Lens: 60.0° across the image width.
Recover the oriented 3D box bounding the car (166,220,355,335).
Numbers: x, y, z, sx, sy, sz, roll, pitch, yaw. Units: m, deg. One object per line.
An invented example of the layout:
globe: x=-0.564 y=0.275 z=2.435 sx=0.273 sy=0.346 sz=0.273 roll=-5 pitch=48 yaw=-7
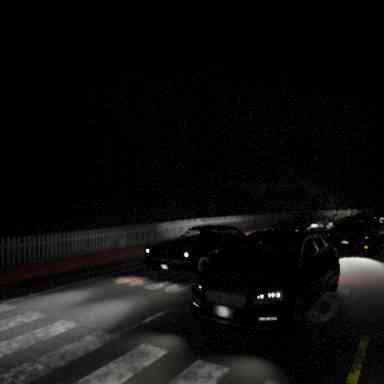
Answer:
car: x=1.866 y=1.614 z=7.183 sx=2.128 sy=1.511 sz=4.902 roll=-2 pitch=-2 yaw=35

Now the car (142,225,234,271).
car: x=0.517 y=1.842 z=11.272 sx=1.895 sy=1.301 sz=4.718 roll=-2 pitch=-2 yaw=36

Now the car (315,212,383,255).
car: x=7.172 y=1.770 z=14.344 sx=1.994 sy=1.385 sz=4.181 roll=-2 pitch=-2 yaw=40

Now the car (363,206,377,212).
car: x=14.372 y=1.837 z=25.149 sx=4.902 sy=1.511 sz=2.128 roll=0 pitch=-2 yaw=-29

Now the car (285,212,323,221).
car: x=6.435 y=1.873 z=18.891 sx=2.033 sy=1.411 sz=5.357 roll=-2 pitch=-2 yaw=43

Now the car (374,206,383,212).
car: x=13.633 y=1.754 z=20.556 sx=4.892 sy=1.490 sz=1.837 roll=0 pitch=-2 yaw=-34
